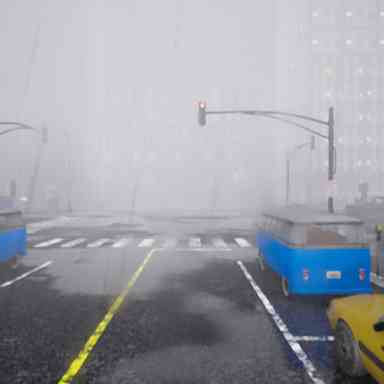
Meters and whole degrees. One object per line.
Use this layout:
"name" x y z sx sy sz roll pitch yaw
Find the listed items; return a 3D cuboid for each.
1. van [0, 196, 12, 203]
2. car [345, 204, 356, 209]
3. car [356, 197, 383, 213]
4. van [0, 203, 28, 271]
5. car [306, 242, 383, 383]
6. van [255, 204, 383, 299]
"van" -17.142 1.169 27.680 3.998 1.788 1.690 0 1 0
"car" 7.546 1.535 21.457 4.902 1.511 2.128 0 0 -14
"car" 15.247 1.307 27.477 5.009 1.841 2.192 0 1 0
"van" -5.700 1.330 8.182 1.690 1.788 3.998 -1 0 0
"car" 2.681 1.521 2.719 1.752 1.417 4.829 -1 0 0
"van" 2.680 1.330 8.150 1.690 1.788 3.998 -1 0 0
